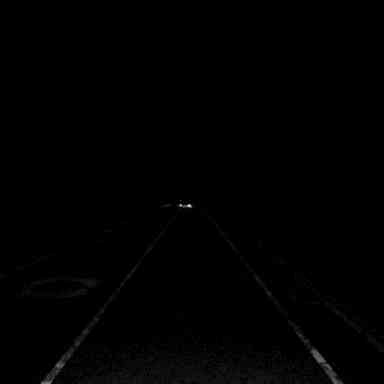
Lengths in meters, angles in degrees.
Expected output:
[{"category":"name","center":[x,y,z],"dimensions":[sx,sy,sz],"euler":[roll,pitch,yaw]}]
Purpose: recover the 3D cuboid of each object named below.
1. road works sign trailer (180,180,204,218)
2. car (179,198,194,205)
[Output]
[{"category":"road works sign trailer","center":[0.019,0.663,32.750],"dimensions":[2.380,3.560,2.880],"euler":[0,0,0]},{"category":"car","center":[-1.081,1.707,67.548],"dimensions":[2.097,1.767,4.553],"euler":[0,0,13]}]
